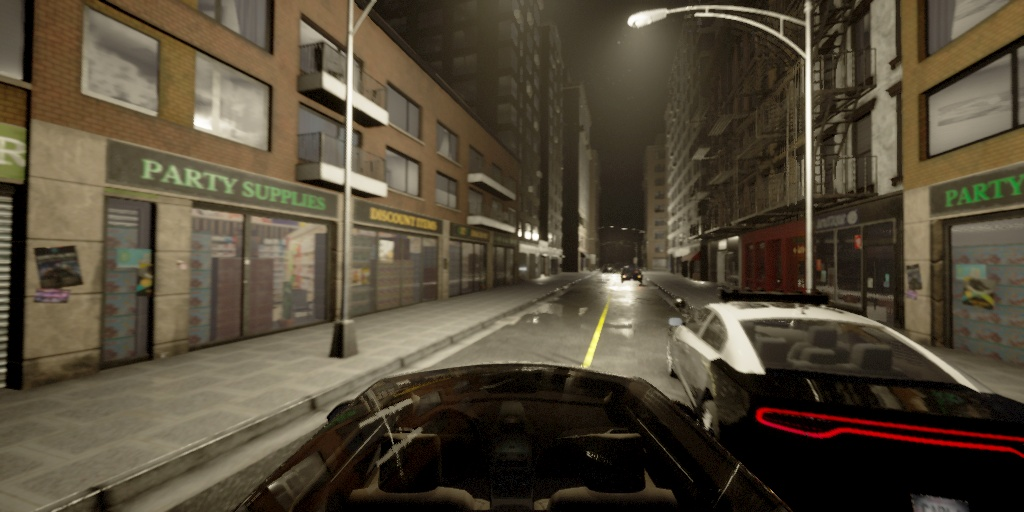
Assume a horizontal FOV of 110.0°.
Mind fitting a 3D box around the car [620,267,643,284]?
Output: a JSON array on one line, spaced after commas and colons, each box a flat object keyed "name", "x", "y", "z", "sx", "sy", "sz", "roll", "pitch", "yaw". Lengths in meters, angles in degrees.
[{"name": "car", "x": 10.979, "y": 1.830, "z": 32.987, "sx": 1.895, "sy": 1.301, "sz": 4.718, "roll": 0, "pitch": -1, "yaw": 17}]

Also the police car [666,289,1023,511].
[{"name": "police car", "x": 3.133, "y": 1.233, "z": 4.456, "sx": 1.930, "sy": 1.638, "sz": 5.238, "roll": 0, "pitch": -1, "yaw": 17}]

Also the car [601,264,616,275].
[{"name": "car", "x": 14.688, "y": 2.052, "z": 54.672, "sx": 1.837, "sy": 1.490, "sz": 4.892, "roll": 0, "pitch": -1, "yaw": 17}]

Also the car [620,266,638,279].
[{"name": "car", "x": 13.888, "y": 1.942, "z": 42.600, "sx": 1.994, "sy": 1.385, "sz": 4.181, "roll": 0, "pitch": -1, "yaw": 18}]
